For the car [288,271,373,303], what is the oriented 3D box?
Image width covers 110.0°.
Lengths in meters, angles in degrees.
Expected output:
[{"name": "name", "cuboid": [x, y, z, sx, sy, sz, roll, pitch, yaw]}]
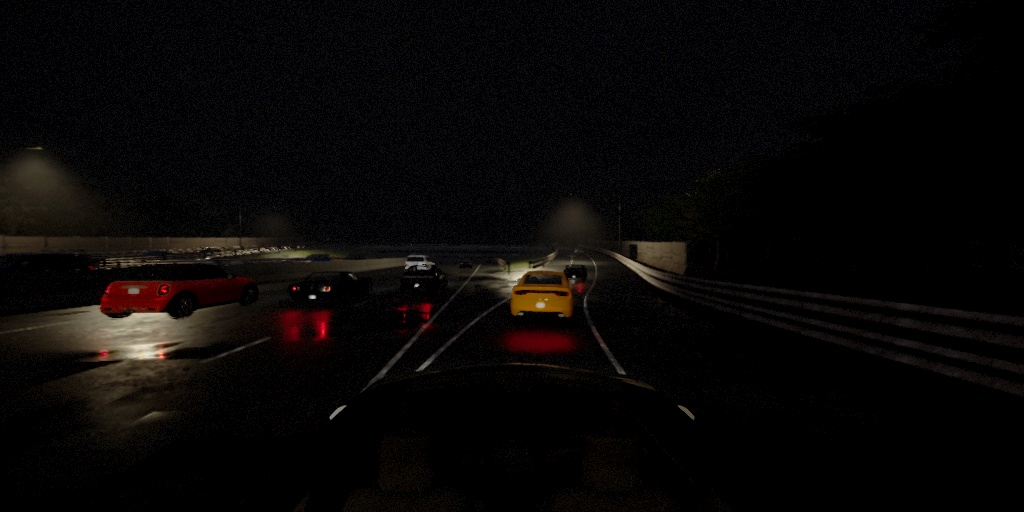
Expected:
[{"name": "car", "cuboid": [-7.945, 1.319, 16.279, 1.895, 1.301, 4.718, 0, 0, -3]}]

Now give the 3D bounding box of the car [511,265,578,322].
[{"name": "car", "cuboid": [1.173, 1.245, 12.559, 1.882, 1.535, 5.008, 1, 0, 8]}]

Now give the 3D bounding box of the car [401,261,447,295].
[{"name": "car", "cuboid": [-4.741, 1.224, 19.728, 2.128, 1.511, 4.902, 0, 0, -3]}]

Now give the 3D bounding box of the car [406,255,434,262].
[{"name": "car", "cuboid": [-9.114, 0.934, 35.646, 2.150, 2.045, 5.566, 0, 0, -4]}]

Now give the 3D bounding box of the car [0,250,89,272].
[{"name": "car", "cuboid": [-25.831, 0.866, 18.941, 2.150, 2.045, 5.566, 0, 0, -3]}]

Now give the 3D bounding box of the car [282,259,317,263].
[{"name": "car", "cuboid": [-23.527, 1.241, 38.761, 1.895, 1.301, 4.718, 0, 0, -3]}]

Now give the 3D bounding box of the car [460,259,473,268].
[{"name": "car", "cuboid": [-6.976, 1.156, 55.376, 2.033, 1.411, 5.357, 0, 0, -4]}]

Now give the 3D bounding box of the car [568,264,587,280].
[{"name": "car", "cuboid": [5.654, 1.362, 31.793, 1.895, 1.301, 4.718, 0, 1, 14]}]

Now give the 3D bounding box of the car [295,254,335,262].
[{"name": "car", "cuboid": [-27.780, 0.766, 50.808, 2.150, 2.045, 5.566, 0, 0, -3]}]

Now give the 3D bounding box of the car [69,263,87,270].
[{"name": "car", "cuboid": [-22.455, 1.223, 21.130, 1.994, 1.385, 4.181, 0, 0, -3]}]

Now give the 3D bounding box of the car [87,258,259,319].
[{"name": "car", "cuboid": [-11.240, 1.057, 12.663, 2.097, 1.767, 4.553, 0, 0, -3]}]

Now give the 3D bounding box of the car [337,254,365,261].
[{"name": "car", "cuboid": [-24.574, 0.744, 55.696, 2.150, 2.045, 5.566, 0, 1, -3]}]
